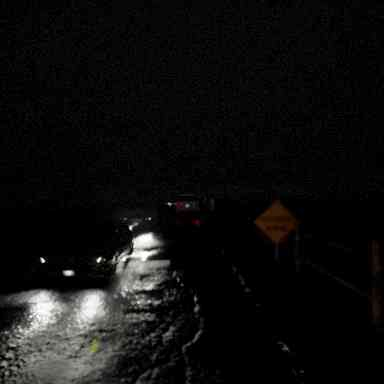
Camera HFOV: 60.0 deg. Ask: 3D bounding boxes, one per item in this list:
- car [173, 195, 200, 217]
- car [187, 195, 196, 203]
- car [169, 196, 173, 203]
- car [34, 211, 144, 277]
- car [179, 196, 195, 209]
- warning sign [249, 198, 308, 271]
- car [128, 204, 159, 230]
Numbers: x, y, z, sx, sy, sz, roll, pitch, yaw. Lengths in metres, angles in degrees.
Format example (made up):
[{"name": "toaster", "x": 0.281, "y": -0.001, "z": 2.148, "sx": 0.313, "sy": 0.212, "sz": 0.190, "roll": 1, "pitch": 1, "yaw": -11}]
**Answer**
[{"name": "car", "x": -0.418, "y": 1.254, "z": 32.292, "sx": 2.150, "sy": 2.045, "sz": 5.566, "roll": 0, "pitch": 0, "yaw": 0}, {"name": "car", "x": -0.180, "y": 1.464, "z": 75.115, "sx": 2.097, "sy": 1.767, "sz": 4.553, "roll": 0, "pitch": 0, "yaw": -1}, {"name": "car", "x": -3.827, "y": 1.586, "z": 70.903, "sx": 1.882, "sy": 1.535, "sz": 5.008, "roll": 0, "pitch": 0, "yaw": -1}, {"name": "car", "x": -3.000, "y": 1.564, "z": 10.638, "sx": 2.033, "sy": 1.411, "sz": 5.357, "roll": 0, "pitch": 0, "yaw": -1}, {"name": "car", "x": -0.642, "y": 1.404, "z": 46.579, "sx": 2.097, "sy": 1.767, "sz": 4.553, "roll": 0, "pitch": 0, "yaw": 0}, {"name": "warning sign", "x": 2.336, "y": 1.113, "z": 9.156, "sx": 1.300, "sy": 1.860, "sz": 1.060, "roll": 0, "pitch": 1, "yaw": -1}, {"name": "car", "x": -3.149, "y": 1.516, "z": 21.072, "sx": 2.128, "sy": 1.511, "sz": 4.902, "roll": 0, "pitch": 0, "yaw": -1}]
